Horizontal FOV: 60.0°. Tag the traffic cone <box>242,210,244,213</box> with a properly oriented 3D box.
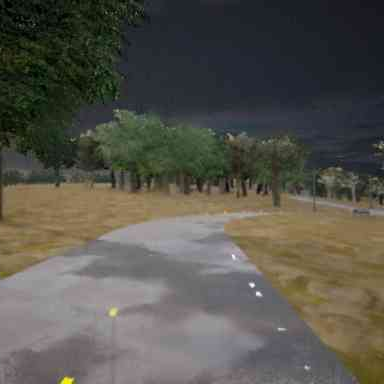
[{"bbox_3d":[7.991,2.976,51.988,0.340,0.580,0.340,-1,-3,41],"label":"traffic cone"}]

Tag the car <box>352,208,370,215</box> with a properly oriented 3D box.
[{"bbox_3d":[34.166,3.855,67.371,4.181,1.385,1.994,3,-3,-36],"label":"car"}]

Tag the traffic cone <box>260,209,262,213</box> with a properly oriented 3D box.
[{"bbox_3d":[11.634,3.172,55.809,0.340,0.580,0.340,3,-3,-43],"label":"traffic cone"}]

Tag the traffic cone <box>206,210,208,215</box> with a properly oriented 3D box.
[{"bbox_3d":[1.995,2.680,43.311,0.340,0.580,0.340,-1,-2,29],"label":"traffic cone"}]
